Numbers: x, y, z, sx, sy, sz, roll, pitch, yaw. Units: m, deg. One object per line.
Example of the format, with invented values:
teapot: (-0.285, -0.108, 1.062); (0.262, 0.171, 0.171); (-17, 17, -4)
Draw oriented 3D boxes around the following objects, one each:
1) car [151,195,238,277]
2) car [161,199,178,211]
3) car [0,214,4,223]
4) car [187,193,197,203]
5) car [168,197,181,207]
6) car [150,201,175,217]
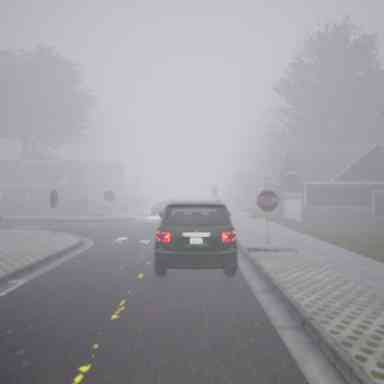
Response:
car: (0.103, 1.228, 10.431); (2.150, 2.045, 5.566); (0, 0, 0)
car: (-2.828, 1.649, 43.068); (1.895, 1.301, 4.718); (0, 0, 0)
car: (-13.636, 1.386, 19.574); (4.674, 1.442, 1.812); (1, 0, 0)
car: (0.033, 1.361, 75.058); (2.150, 2.045, 5.566); (0, 0, 0)
car: (-2.823, 1.546, 54.065); (1.882, 1.535, 5.008); (0, 0, 0)
car: (-2.842, 1.598, 33.112); (1.994, 1.385, 4.181); (0, 0, 3)
